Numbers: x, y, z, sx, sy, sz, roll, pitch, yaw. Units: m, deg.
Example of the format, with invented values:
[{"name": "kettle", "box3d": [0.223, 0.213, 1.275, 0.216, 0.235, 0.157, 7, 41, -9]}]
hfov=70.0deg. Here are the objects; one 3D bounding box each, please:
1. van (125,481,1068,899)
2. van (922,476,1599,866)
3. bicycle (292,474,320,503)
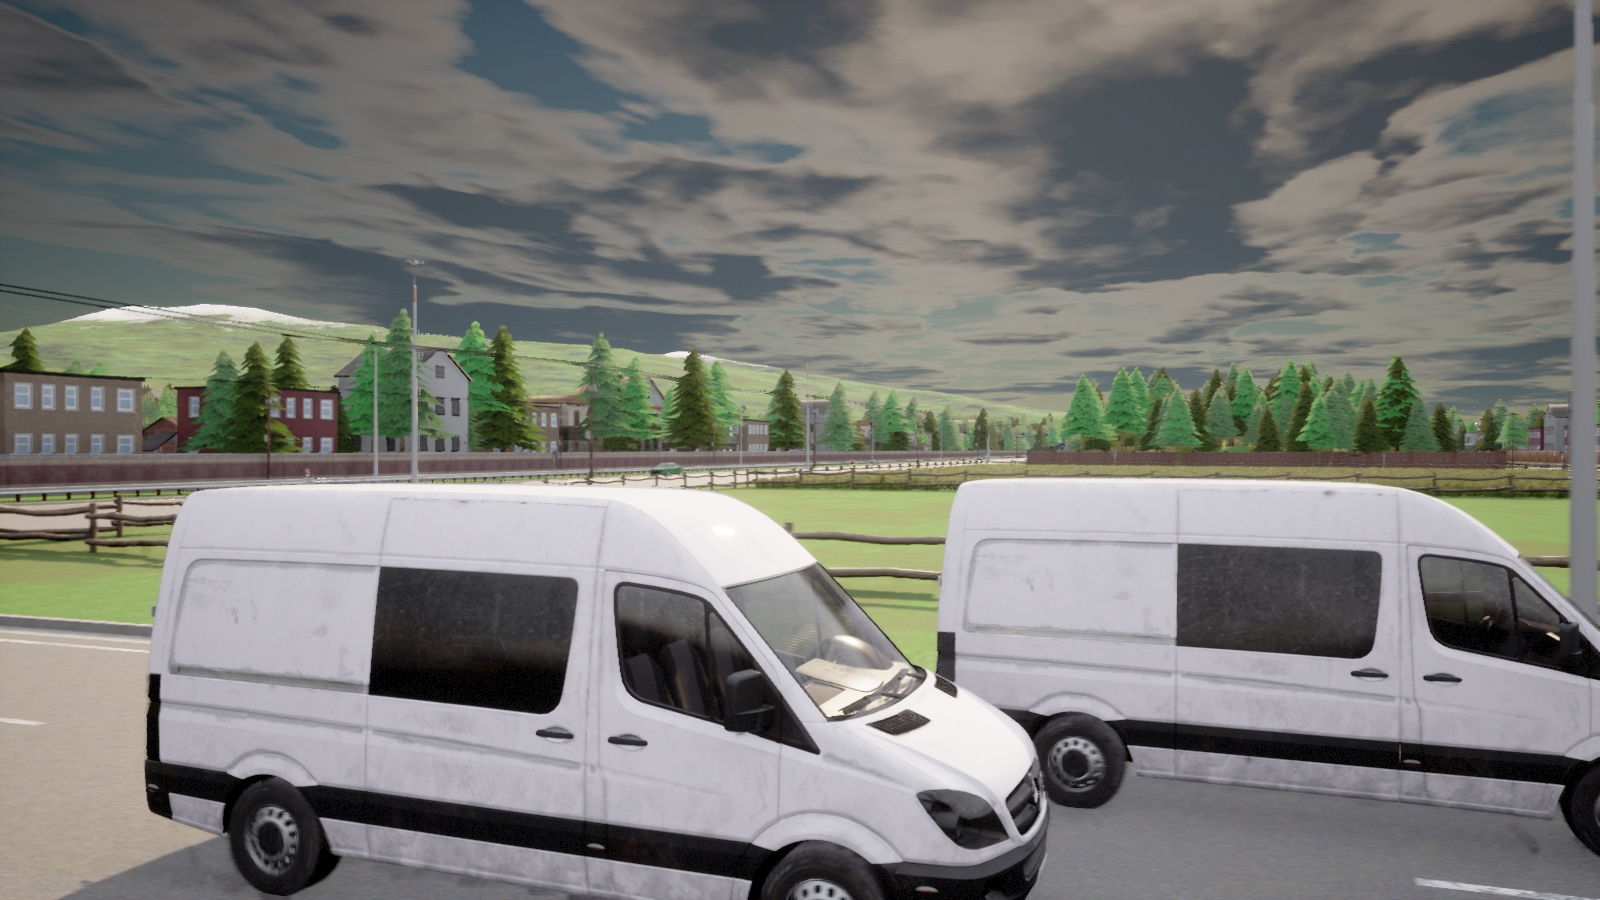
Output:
[{"name": "van", "box3d": [-1.370, 1.534, 7.525, 5.915, 2.561, 1.988, 0, 0, 20]}, {"name": "van", "box3d": [4.113, 1.534, 9.255, 5.915, 2.561, 1.988, 0, 0, 20]}, {"name": "bicycle", "box3d": [-26.656, 2.057, 61.687, 0.373, 1.496, 1.643, 0, 0, 20]}]
